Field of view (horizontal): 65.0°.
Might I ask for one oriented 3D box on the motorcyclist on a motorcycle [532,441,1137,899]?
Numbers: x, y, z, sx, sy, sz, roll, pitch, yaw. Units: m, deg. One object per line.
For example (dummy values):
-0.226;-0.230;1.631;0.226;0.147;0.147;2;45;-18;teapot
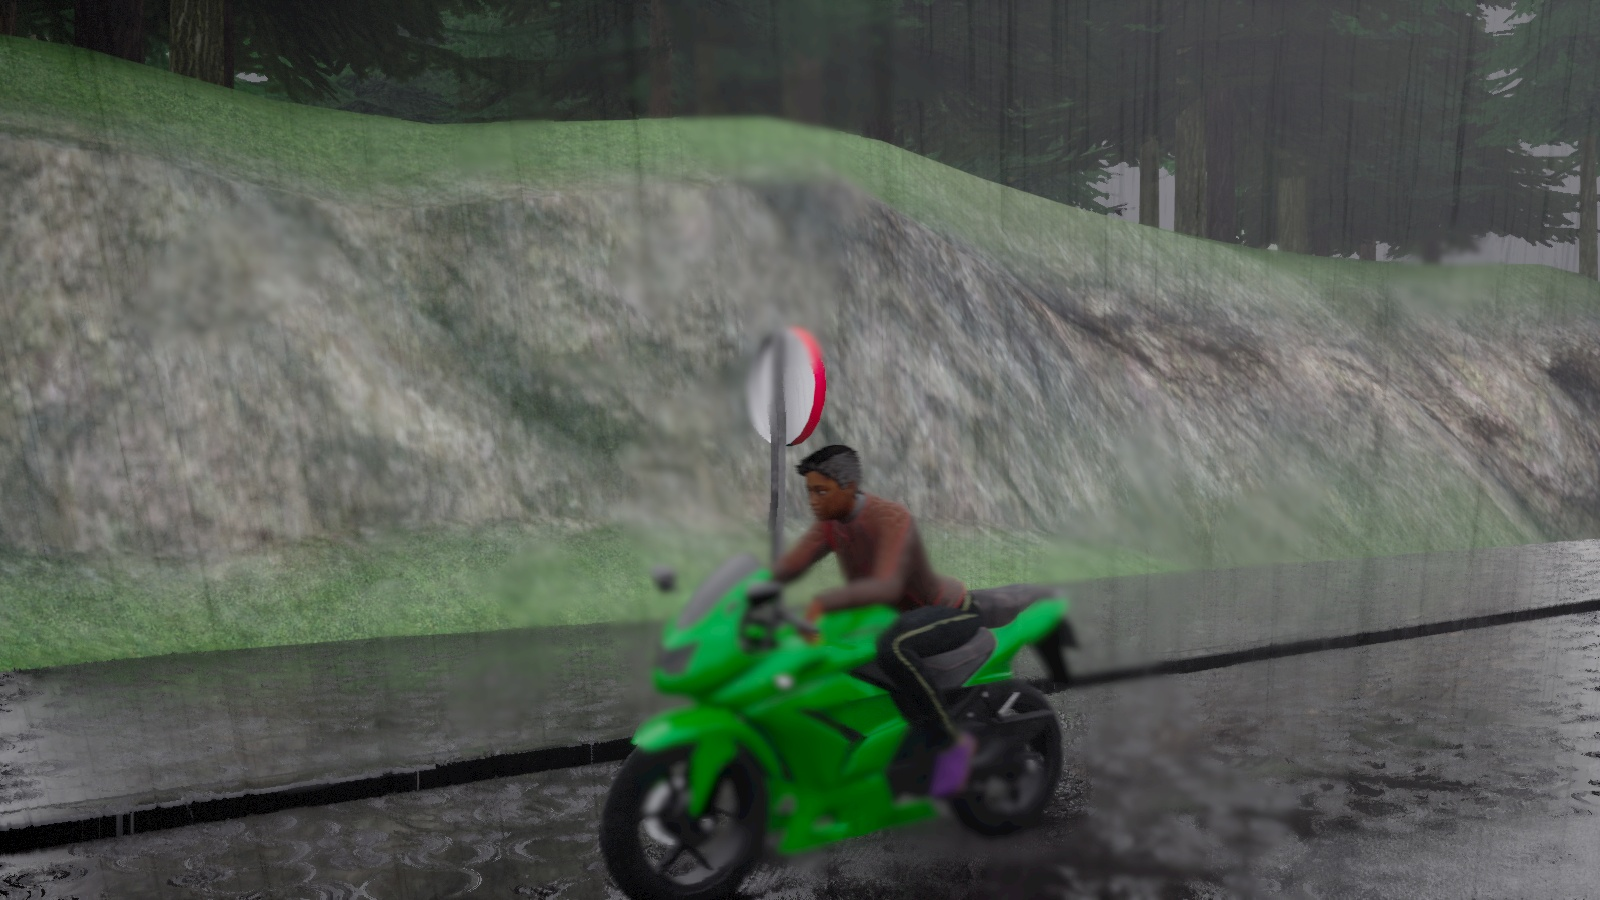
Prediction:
0.182;0.737;4.401;2.044;1.523;0.797;0;0;-35;motorcyclist on a motorcycle
